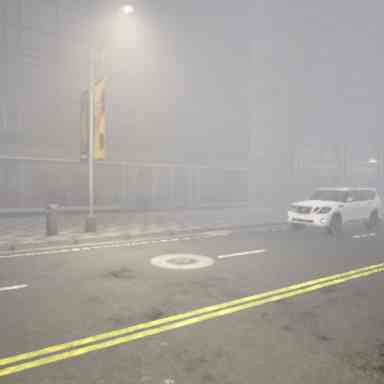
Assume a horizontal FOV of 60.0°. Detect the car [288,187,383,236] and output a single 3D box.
[{"bbox_3d":[7.173,0.767,16.373,5.566,2.045,2.150,0,2,-35],"label":"car"}]
